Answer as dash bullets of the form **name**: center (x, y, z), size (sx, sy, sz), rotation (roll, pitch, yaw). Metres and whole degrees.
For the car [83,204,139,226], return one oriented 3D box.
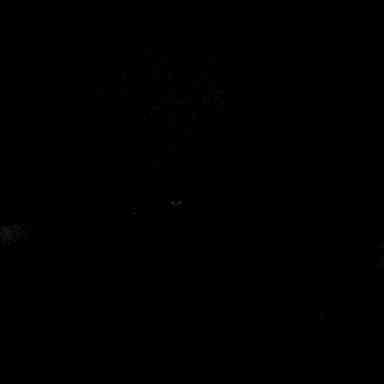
- **car**: center (-6.810, 1.824, 27.784), size (4.553, 1.767, 2.097), rotation (-1, -1, 15)

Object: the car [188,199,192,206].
- **car**: center (-1.225, 2.447, 78.716), size (1.882, 1.535, 5.008), rotation (-1, -1, 6)

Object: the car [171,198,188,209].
- **car**: center (-2.677, 2.165, 63.835), size (2.150, 2.045, 5.566), rotation (-1, -1, 6)

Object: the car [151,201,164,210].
- **car**: center (-6.421, 2.480, 62.027), size (1.812, 1.442, 4.674), rotation (-1, -1, 6)
